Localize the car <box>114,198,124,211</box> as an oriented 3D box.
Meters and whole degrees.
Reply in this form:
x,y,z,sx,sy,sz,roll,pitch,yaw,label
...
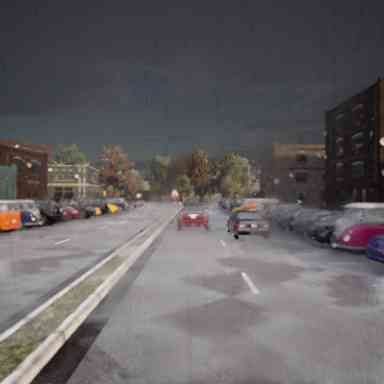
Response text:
x,y,z,sx,sy,sz,roll,pitch,yaw,label
-12.594,2.030,47.448,4.553,1.767,2.185,0,-1,0,car

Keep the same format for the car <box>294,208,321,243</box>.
x,y,z,sx,sy,sz,roll,pitch,yaw,label
7.621,1.666,15.282,4.892,1.521,2.231,0,-1,0,car

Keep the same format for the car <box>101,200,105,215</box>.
x,y,z,sx,sy,sz,roll,pitch,yaw,label
-12.748,1.967,36.331,5.366,1.575,1.946,0,-1,0,car

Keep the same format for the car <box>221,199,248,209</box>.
x,y,z,sx,sy,sz,roll,pitch,yaw,label
7.558,2.188,59.402,4.553,1.767,2.185,0,-1,0,car

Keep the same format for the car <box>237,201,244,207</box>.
x,y,z,sx,sy,sz,roll,pitch,yaw,label
7.616,1.944,34.579,5.008,1.535,2.097,0,-1,0,car

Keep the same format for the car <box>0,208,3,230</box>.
x,y,z,sx,sy,sz,roll,pitch,yaw,label
-12.558,1.712,16.754,4.674,1.452,2.002,0,-1,0,car

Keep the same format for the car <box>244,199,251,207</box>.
x,y,z,sx,sy,sz,roll,pitch,yaw,label
7.644,1.775,31.824,4.553,1.767,2.185,0,-1,0,car

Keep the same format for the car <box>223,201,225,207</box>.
x,y,z,sx,sy,sz,roll,pitch,yaw,label
7.565,2.080,51.127,4.553,1.767,2.185,0,-1,0,car

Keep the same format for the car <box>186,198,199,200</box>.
x,y,z,sx,sy,sz,roll,pitch,yaw,label
0.065,1.787,41.016,2.150,2.045,5.566,0,-1,0,car

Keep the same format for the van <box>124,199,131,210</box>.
x,y,z,sx,sy,sz,roll,pitch,yaw,label
-12.447,2.016,52.885,4.442,1.987,1.878,0,-1,0,van

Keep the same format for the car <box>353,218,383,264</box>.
x,y,z,sx,sy,sz,roll,pitch,yaw,label
7.629,1.635,9.768,4.674,1.452,2.002,0,-1,0,car

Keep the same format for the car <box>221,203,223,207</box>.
x,y,z,sx,sy,sz,roll,pitch,yaw,label
7.592,2.283,53.882,4.674,1.452,2.002,0,-1,0,car

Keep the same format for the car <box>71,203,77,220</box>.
x,y,z,sx,sy,sz,roll,pitch,yaw,label
-12.559,1.877,27.994,4.674,1.452,2.002,0,-1,0,car

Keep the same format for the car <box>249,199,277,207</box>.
x,y,z,sx,sy,sz,roll,pitch,yaw,label
7.647,1.733,29.068,4.553,1.767,2.185,0,-1,0,car

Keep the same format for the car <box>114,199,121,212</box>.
x,y,z,sx,sy,sz,roll,pitch,yaw,label
-12.557,2.107,44.542,5.008,1.535,2.097,0,-1,0,car

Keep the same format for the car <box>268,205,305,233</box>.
x,y,z,sx,sy,sz,roll,pitch,yaw,label
7.616,1.740,20.795,4.892,1.521,2.231,0,-1,0,car

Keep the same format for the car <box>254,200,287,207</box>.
x,y,z,sx,sy,sz,roll,pitch,yaw,label
7.586,1.692,26.310,4.553,1.767,2.185,0,-1,0,car

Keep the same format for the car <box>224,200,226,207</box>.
x,y,z,sx,sy,sz,roll,pitch,yaw,label
7.605,2.166,48.363,4.892,1.521,2.231,0,-1,0,car

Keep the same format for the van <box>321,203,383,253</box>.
x,y,z,sx,sy,sz,roll,pitch,yaw,label
7.512,1.402,12.404,4.442,1.987,1.878,0,-1,0,van

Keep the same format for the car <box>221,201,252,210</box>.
x,y,z,sx,sy,sz,roll,pitch,yaw,label
7.597,2.281,56.638,5.008,1.535,2.097,0,-1,0,car

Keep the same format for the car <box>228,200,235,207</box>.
x,y,z,sx,sy,sz,roll,pitch,yaw,label
7.421,2.029,40.093,5.366,1.575,1.946,0,-1,0,car

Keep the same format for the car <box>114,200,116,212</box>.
x,y,z,sx,sy,sz,roll,pitch,yaw,label
-12.569,2.064,41.888,4.892,1.521,2.231,0,-1,0,car

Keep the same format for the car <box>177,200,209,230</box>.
x,y,z,sx,sy,sz,roll,pitch,yaw,label
0.080,1.652,23.592,2.097,1.767,4.553,0,-1,0,car

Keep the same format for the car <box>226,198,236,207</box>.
x,y,z,sx,sy,sz,roll,pitch,yaw,label
7.632,1.825,42.854,5.566,2.045,2.435,0,-1,0,car

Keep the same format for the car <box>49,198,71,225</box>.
x,y,z,sx,sy,sz,roll,pitch,yaw,label
-12.590,1.543,25.220,5.566,2.045,2.435,0,-1,0,car

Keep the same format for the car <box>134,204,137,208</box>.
x,y,z,sx,sy,sz,roll,pitch,yaw,label
-12.535,2.368,61.224,4.792,1.488,2.163,0,-1,0,car

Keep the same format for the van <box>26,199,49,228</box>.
x,y,z,sx,sy,sz,roll,pitch,yaw,label
-12.445,1.527,22.439,4.442,1.987,1.878,0,-1,0,van

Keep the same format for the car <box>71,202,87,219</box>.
x,y,z,sx,sy,sz,roll,pitch,yaw,label
-12.559,1.919,30.708,4.674,1.452,2.002,0,-1,0,car

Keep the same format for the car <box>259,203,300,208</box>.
x,y,z,sx,sy,sz,roll,pitch,yaw,label
7.614,1.779,23.552,4.892,1.521,2.231,0,-1,0,car

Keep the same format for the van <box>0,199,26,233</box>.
x,y,z,sx,sy,sz,roll,pitch,yaw,label
-12.678,1.487,19.662,4.442,1.987,1.878,0,-1,0,van

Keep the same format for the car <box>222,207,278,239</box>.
x,y,z,sx,sy,sz,roll,pitch,yaw,label
3.090,1.781,18.980,2.033,1.411,5.357,0,-1,0,car

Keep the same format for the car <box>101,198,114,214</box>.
x,y,z,sx,sy,sz,roll,pitch,yaw,label
-12.592,1.765,39.115,5.566,2.045,2.435,0,-1,0,car

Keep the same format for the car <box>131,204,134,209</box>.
x,y,z,sx,sy,sz,roll,pitch,yaw,label
-12.595,2.153,55.791,4.553,1.767,2.185,0,-1,0,car

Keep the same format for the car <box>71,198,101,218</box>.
x,y,z,sx,sy,sz,roll,pitch,yaw,label
-12.534,1.672,33.431,5.566,2.045,2.435,0,-1,0,car

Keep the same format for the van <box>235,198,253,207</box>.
x,y,z,sx,sy,sz,roll,pitch,yaw,label
7.492,1.762,37.340,4.442,1.987,1.878,0,-1,0,van
